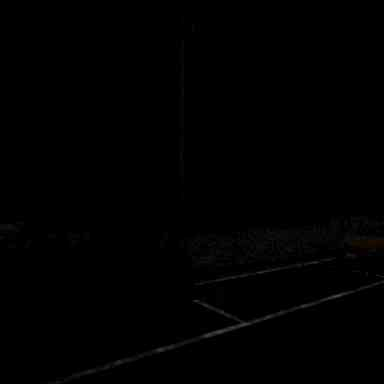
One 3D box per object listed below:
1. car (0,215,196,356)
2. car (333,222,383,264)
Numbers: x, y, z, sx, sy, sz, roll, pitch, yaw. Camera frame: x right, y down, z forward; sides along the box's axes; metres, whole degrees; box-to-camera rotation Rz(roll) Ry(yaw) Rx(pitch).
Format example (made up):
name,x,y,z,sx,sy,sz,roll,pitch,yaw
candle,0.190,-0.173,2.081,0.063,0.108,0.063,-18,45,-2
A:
name,x,y,z,sx,sy,sz,roll,pitch,yaw
car,-2.261,1.325,5.036,5.009,1.841,2.192,1,0,-35
car,6.781,1.642,11.476,4.829,1.417,1.752,1,0,-35
